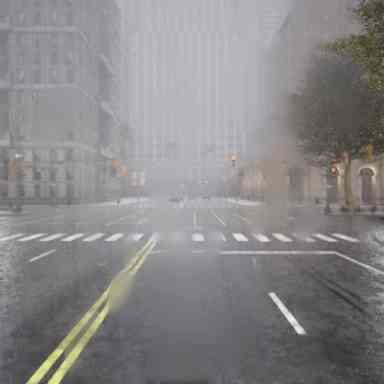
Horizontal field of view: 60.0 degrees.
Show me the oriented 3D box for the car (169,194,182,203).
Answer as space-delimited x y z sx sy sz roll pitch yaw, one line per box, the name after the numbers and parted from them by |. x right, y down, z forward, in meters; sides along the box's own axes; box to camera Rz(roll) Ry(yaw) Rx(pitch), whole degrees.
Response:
-3.522 1.513 66.307 1.895 1.301 4.718 0 0 0 | car

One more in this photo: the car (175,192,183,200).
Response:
-3.365 1.118 82.581 2.150 2.045 5.566 0 0 1 | car

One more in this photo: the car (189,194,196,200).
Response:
0.167 1.339 85.684 2.128 1.511 4.902 0 0 1 | car

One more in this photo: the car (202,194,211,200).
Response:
3.666 1.169 85.619 2.097 1.767 4.553 0 0 1 | car
